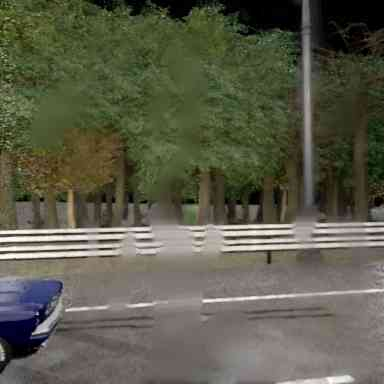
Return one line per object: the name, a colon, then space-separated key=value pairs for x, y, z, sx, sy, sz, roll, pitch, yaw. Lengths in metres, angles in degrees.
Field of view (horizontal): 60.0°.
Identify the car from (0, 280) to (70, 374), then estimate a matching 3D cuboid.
car: x=-4.286 y=1.757 z=4.698 sx=4.718 sy=1.301 sz=1.895 roll=0 pitch=-1 yaw=-11
